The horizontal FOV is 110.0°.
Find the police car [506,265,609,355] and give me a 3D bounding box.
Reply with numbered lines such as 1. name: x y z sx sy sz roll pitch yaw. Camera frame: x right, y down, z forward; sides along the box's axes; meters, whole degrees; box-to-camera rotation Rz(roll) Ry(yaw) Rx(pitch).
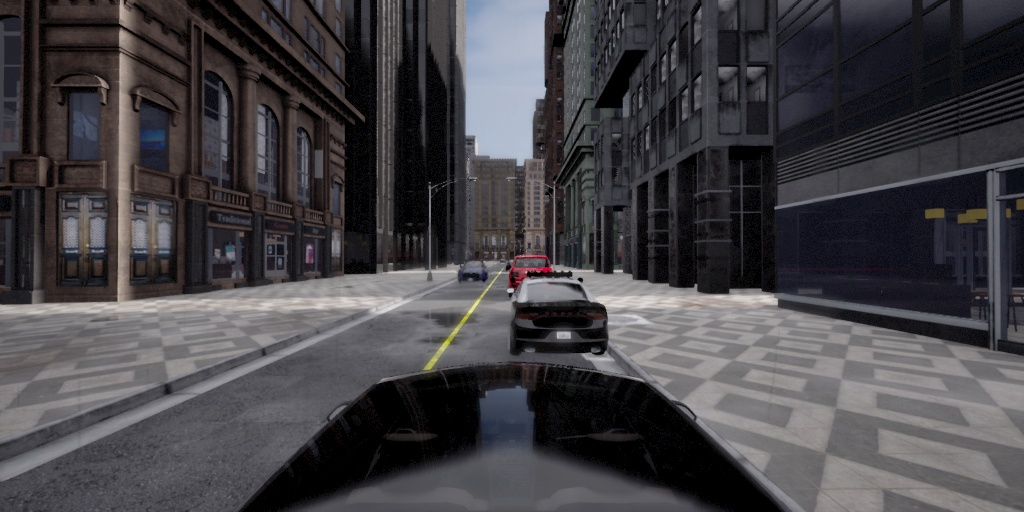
1. police car: 0.904 1.178 8.832 1.930 1.638 5.238 0 0 0

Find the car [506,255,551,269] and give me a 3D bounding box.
1. car: 0.912 0.984 18.753 2.150 2.045 5.566 0 0 0

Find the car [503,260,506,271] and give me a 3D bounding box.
1. car: 0.083 1.410 48.535 1.895 1.301 4.718 0 0 1

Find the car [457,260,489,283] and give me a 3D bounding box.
1. car: -2.982 1.122 28.167 2.097 1.767 4.553 0 0 0
